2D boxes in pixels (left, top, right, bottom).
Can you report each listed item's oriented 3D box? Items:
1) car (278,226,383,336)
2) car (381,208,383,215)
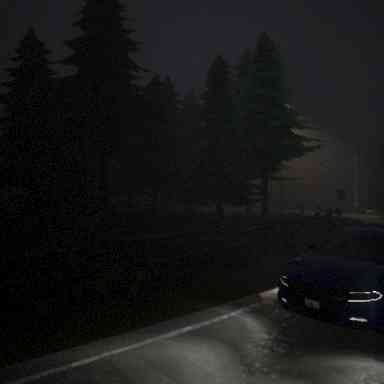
[{"bbox_3d":[3.755,1.512,6.975,5.008,1.535,1.882,0,0,-42],"label":"car"},{"bbox_3d":[17.806,1.630,27.866,2.128,1.511,4.902,0,0,1],"label":"car"}]
